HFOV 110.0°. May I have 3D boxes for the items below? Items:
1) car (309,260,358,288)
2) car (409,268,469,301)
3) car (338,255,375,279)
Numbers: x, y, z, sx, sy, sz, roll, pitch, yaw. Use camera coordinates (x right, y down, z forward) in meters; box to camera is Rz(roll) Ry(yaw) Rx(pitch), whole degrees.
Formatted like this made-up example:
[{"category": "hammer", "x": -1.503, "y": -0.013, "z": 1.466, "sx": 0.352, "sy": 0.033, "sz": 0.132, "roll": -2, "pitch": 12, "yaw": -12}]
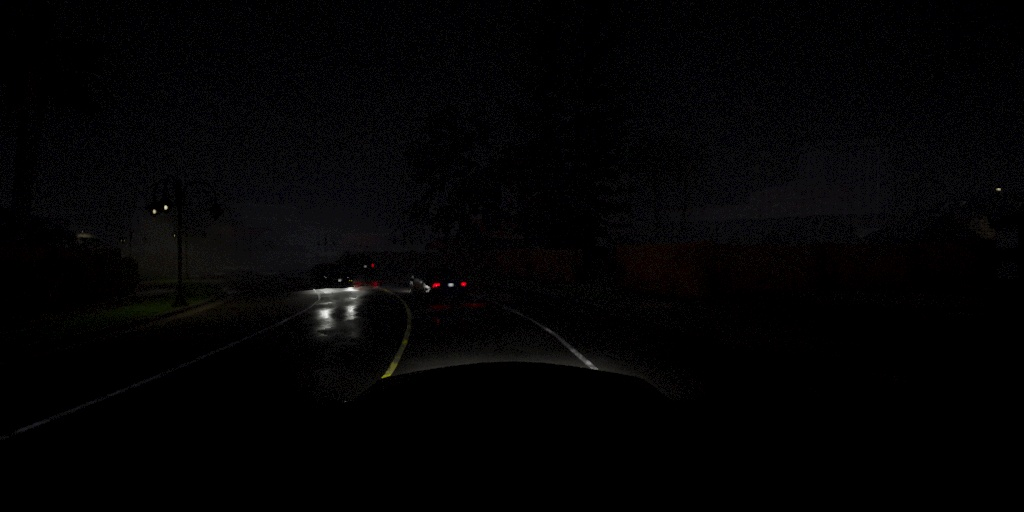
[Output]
[{"category": "car", "x": -12.176, "y": 1.251, "z": 23.976, "sx": 1.837, "sy": 1.490, "sz": 4.892, "roll": 0, "pitch": 0, "yaw": -40}, {"category": "car", "x": -3.686, "y": 1.276, "z": 17.443, "sx": 2.033, "sy": 1.411, "sz": 5.357, "roll": 0, "pitch": 0, "yaw": -26}, {"category": "car", "x": -13.934, "y": 0.960, "z": 31.065, "sx": 5.566, "sy": 2.045, "sz": 2.150, "roll": 0, "pitch": 0, "yaw": 43}]
